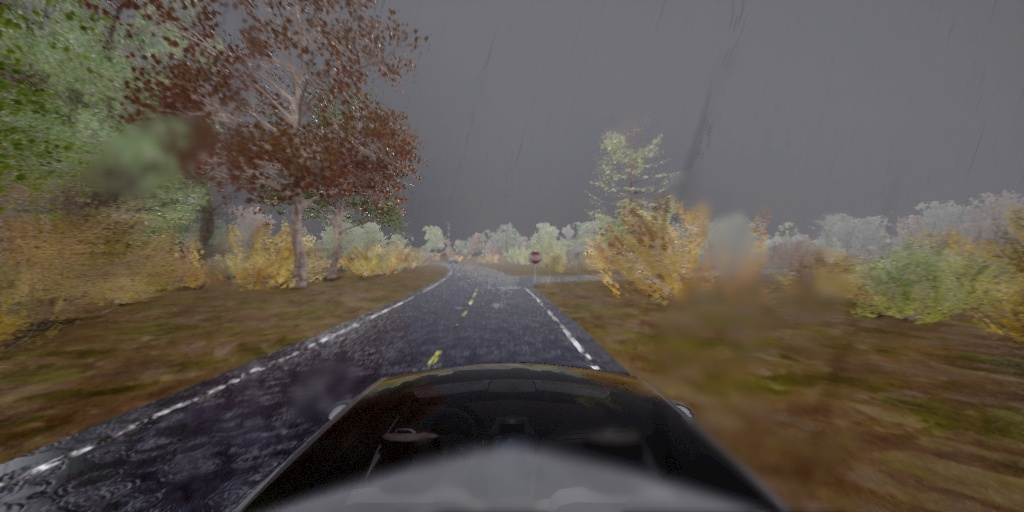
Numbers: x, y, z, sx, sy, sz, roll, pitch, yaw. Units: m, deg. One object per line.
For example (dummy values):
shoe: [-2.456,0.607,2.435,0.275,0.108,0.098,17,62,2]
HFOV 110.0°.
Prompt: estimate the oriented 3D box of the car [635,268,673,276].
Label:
car: [13.230,1.205,34.109,4.674,1.442,1.812,0,0,-24]

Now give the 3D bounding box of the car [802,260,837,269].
car: [39.618,1.083,46.054,4.718,1.301,1.895,0,0,-24]
